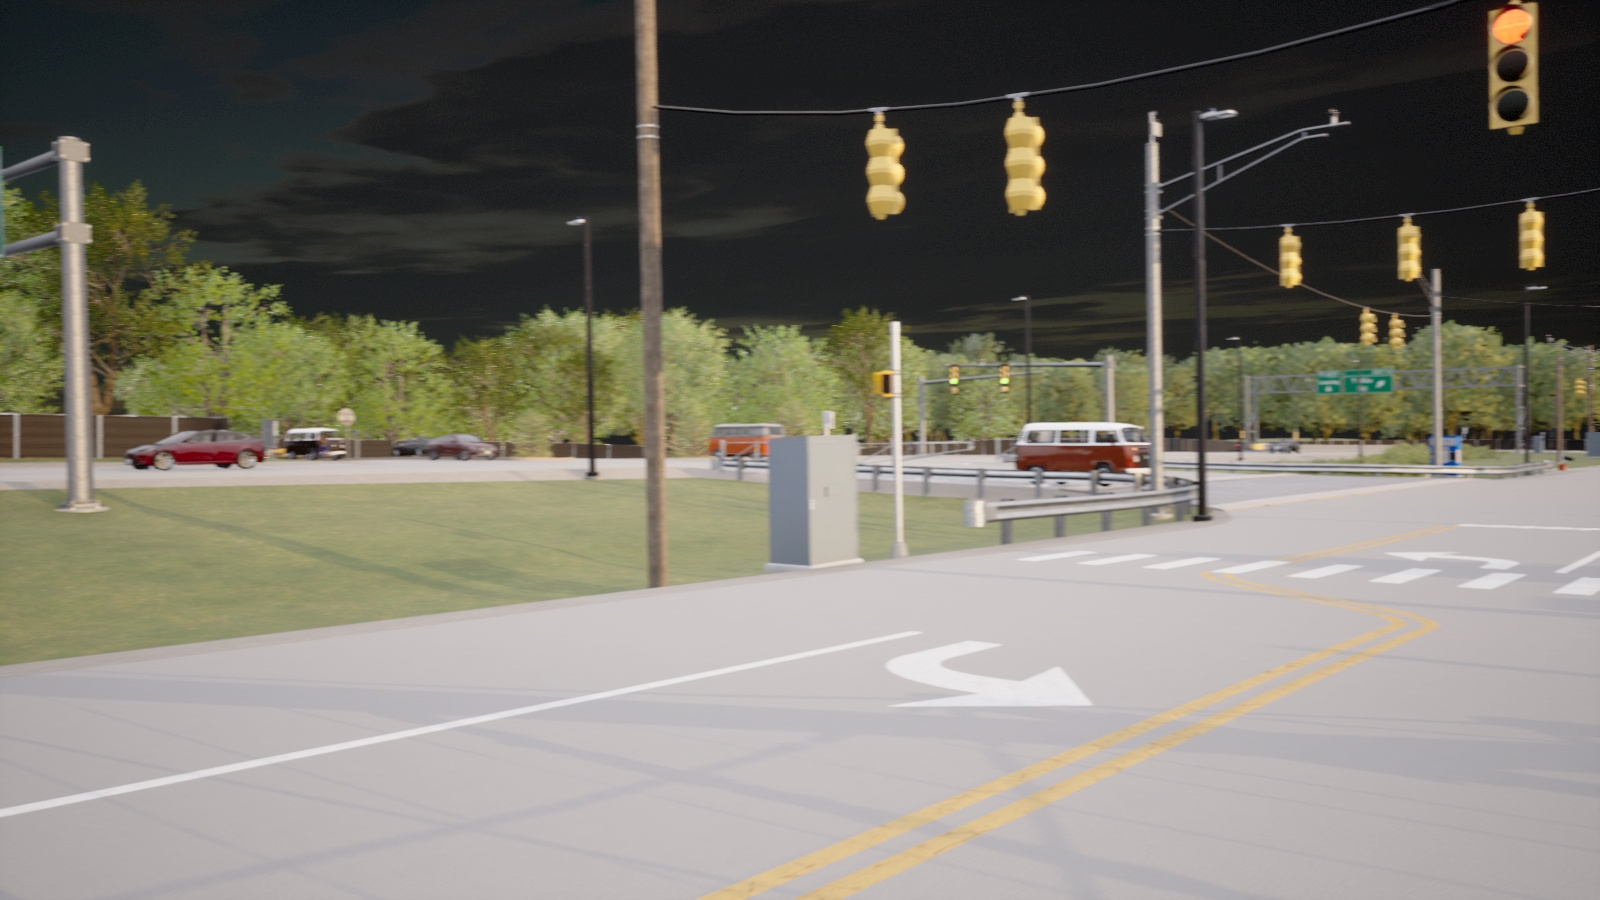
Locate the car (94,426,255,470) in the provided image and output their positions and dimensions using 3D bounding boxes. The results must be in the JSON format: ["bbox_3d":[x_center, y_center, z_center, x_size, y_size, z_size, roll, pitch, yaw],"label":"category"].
[{"bbox_3d":[-22.696,-0.077,45.713,2.163,1.488,4.792,0,0,39],"label":"car"}]

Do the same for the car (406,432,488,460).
[{"bbox_3d":[-18.987,-0.214,67.456,4.674,1.442,1.812,0,1,39],"label":"car"}]

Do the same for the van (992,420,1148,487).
[{"bbox_3d":[8.680,0.111,40.528,4.480,2.038,2.069,0,0,42],"label":"van"}]

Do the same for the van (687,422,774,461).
[{"bbox_3d":[-3.607,-0.413,65.003,4.442,1.987,1.775,0,0,38],"label":"van"}]

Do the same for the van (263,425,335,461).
[{"bbox_3d":[-30.643,-0.412,76.731,4.480,2.038,2.069,-1,0,39],"label":"van"}]

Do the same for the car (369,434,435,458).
[{"bbox_3d":[-28.493,-0.279,89.846,4.902,1.511,2.128,-2,0,40],"label":"car"}]
